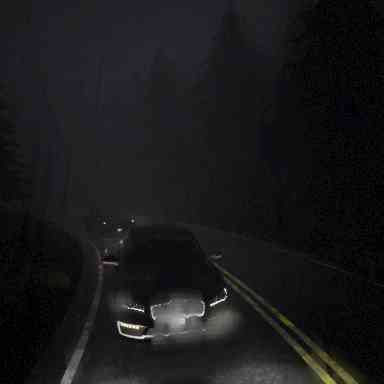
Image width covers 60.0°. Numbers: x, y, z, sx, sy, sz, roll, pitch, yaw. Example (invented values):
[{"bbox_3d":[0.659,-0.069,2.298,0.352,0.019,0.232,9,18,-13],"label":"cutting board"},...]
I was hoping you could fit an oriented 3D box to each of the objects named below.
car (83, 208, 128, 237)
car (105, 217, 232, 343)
[{"bbox_3d":[-4.733,1.616,18.723,1.895,1.301,4.718,-3,1,-29],"label":"car"},{"bbox_3d":[-0.650,1.495,6.838,1.837,1.490,4.892,-1,0,-11],"label":"car"}]
